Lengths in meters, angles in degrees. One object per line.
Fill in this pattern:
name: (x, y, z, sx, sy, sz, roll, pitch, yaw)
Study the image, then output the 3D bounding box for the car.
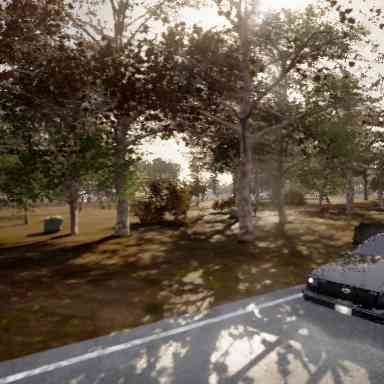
car: (4.650, 1.545, 7.005, 5.357, 1.411, 2.033, 0, 0, -36)
